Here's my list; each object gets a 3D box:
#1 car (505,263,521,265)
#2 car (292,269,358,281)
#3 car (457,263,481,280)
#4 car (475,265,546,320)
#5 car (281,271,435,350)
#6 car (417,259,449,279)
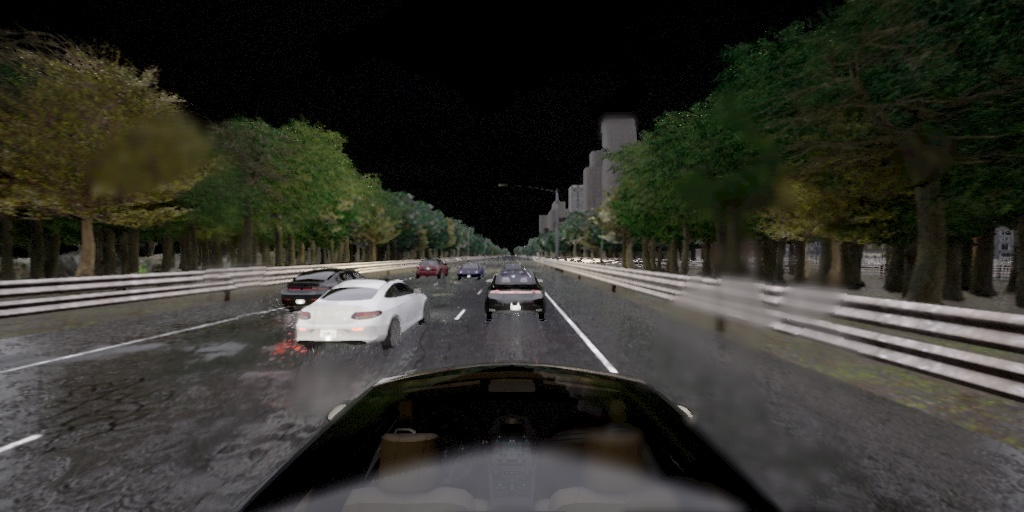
[{"bbox_3d":[0.107,1.283,30.408,1.895,1.301,4.718,0,0,0],"label":"car"},{"bbox_3d":[-6.897,1.235,14.100,1.837,1.490,4.892,0,0,0],"label":"car"},{"bbox_3d":[-3.393,1.283,30.346,1.895,1.301,4.718,0,0,0],"label":"car"},{"bbox_3d":[0.103,1.225,12.441,2.128,1.511,4.902,0,0,0],"label":"car"},{"bbox_3d":[-3.398,1.265,8.946,1.812,1.442,4.674,0,0,0],"label":"car"},{"bbox_3d":[-6.896,1.029,31.615,2.097,1.767,4.553,0,0,0],"label":"car"}]
